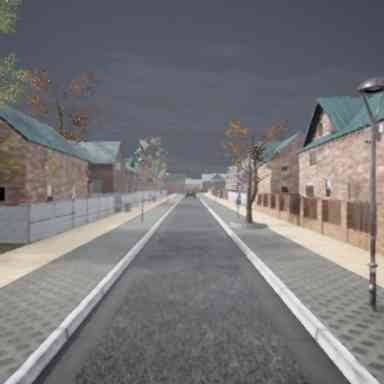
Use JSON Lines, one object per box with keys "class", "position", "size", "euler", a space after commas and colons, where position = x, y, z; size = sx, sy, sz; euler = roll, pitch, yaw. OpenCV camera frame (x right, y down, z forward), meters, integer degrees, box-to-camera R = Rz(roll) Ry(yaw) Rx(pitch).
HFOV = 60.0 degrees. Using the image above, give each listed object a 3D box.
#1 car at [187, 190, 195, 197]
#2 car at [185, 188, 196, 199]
{"class": "car", "position": [-0.336, 0.381, 78.555], "size": [1.837, 1.490, 4.892], "euler": [0, 1, 0]}
{"class": "car", "position": [-0.293, 0.274, 68.196], "size": [2.150, 2.045, 5.566], "euler": [0, 1, 0]}
